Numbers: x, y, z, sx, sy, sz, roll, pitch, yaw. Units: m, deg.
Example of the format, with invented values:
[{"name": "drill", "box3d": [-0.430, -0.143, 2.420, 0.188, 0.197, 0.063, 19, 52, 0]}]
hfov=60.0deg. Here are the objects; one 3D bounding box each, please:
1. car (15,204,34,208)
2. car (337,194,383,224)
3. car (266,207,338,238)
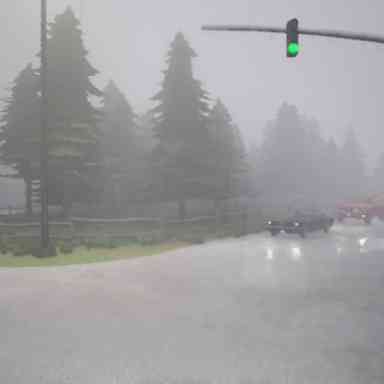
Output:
[{"name": "car", "box3d": [-20.947, 1.862, 43.528, 2.128, 1.511, 4.902, -1, 0, 7]}, {"name": "car", "box3d": [12.819, 1.204, 25.091, 2.150, 2.045, 5.566, -1, 0, 45]}, {"name": "car", "box3d": [5.905, 1.617, 17.908, 1.895, 1.301, 4.718, -1, 0, 43]}]
